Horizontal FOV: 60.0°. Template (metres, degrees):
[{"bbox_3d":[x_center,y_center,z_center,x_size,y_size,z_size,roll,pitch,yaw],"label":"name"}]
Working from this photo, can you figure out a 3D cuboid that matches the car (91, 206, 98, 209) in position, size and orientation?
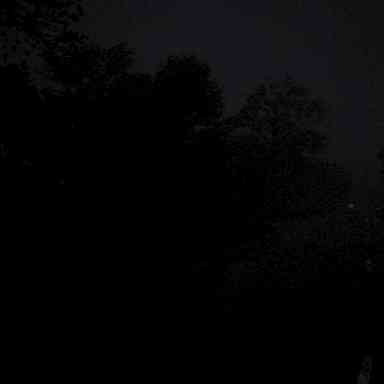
[{"bbox_3d":[-18.063,2.378,56.327,4.674,1.452,2.002,0,0,28],"label":"car"}]

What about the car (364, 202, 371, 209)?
[{"bbox_3d":[38.855,3.013,71.836,2.128,1.511,4.902,1,-2,9],"label":"car"}]

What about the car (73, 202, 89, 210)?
[{"bbox_3d":[-19.493,2.206,53.497,4.553,1.767,2.185,0,0,28],"label":"car"}]

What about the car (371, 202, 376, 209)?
[{"bbox_3d":[22.788,1.944,39.446,2.033,1.411,5.357,0,-1,28],"label":"car"}]

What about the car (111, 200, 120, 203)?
[{"bbox_3d":[-19.132,2.535,81.084,5.366,1.575,1.946,0,-1,28],"label":"car"}]

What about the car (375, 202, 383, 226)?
[{"bbox_3d":[14.725,1.661,24.122,2.033,1.411,5.357,0,-1,28],"label":"car"}]
